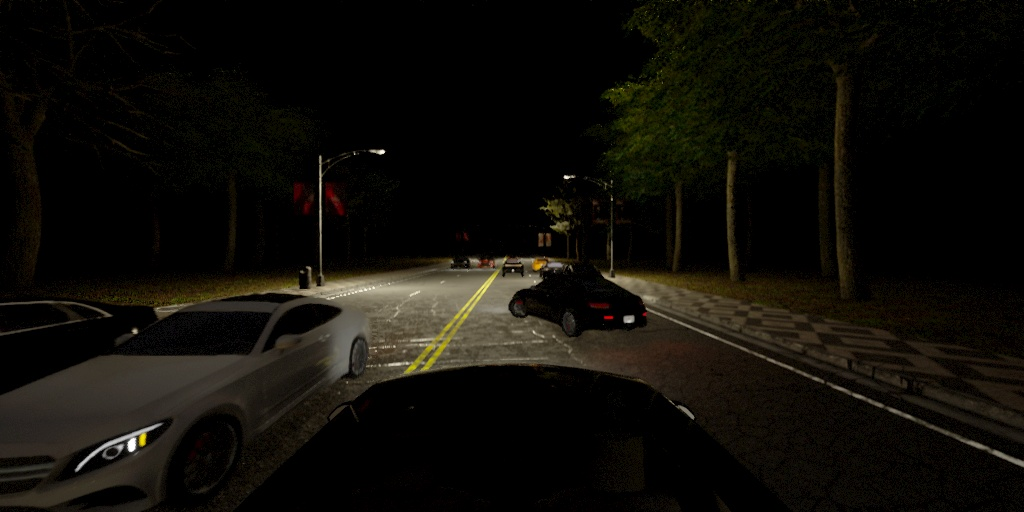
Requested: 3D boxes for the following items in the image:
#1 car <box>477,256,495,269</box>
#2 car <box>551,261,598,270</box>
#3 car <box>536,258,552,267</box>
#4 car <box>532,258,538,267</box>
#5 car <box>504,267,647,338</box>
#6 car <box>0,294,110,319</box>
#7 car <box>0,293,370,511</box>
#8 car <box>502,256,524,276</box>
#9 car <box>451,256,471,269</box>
[{"bbox_3d":[-3.338,0.756,46.845,2.097,1.767,4.553,0,1,0],"label":"car"},{"bbox_3d":[3.250,1.139,17.565,1.837,1.490,4.892,0,0,0],"label":"car"},{"bbox_3d":[3.250,1.113,28.565,1.994,1.385,4.181,0,0,0],"label":"car"},{"bbox_3d":[3.249,0.941,39.564,1.882,1.535,5.008,0,0,0],"label":"car"},{"bbox_3d":[1.626,1.218,10.029,1.812,1.442,4.674,0,0,-25],"label":"car"},{"bbox_3d":[-6.599,1.228,3.782,2.128,1.511,4.902,0,0,0],"label":"car"},{"bbox_3d":[-3.350,1.257,4.484,1.812,1.442,4.674,0,0,0],"label":"car"},{"bbox_3d":[0.099,1.006,33.018,2.128,1.511,4.902,0,0,0],"label":"car"},{"bbox_3d":[-6.589,0.760,46.365,2.097,1.767,4.553,0,1,0],"label":"car"}]
